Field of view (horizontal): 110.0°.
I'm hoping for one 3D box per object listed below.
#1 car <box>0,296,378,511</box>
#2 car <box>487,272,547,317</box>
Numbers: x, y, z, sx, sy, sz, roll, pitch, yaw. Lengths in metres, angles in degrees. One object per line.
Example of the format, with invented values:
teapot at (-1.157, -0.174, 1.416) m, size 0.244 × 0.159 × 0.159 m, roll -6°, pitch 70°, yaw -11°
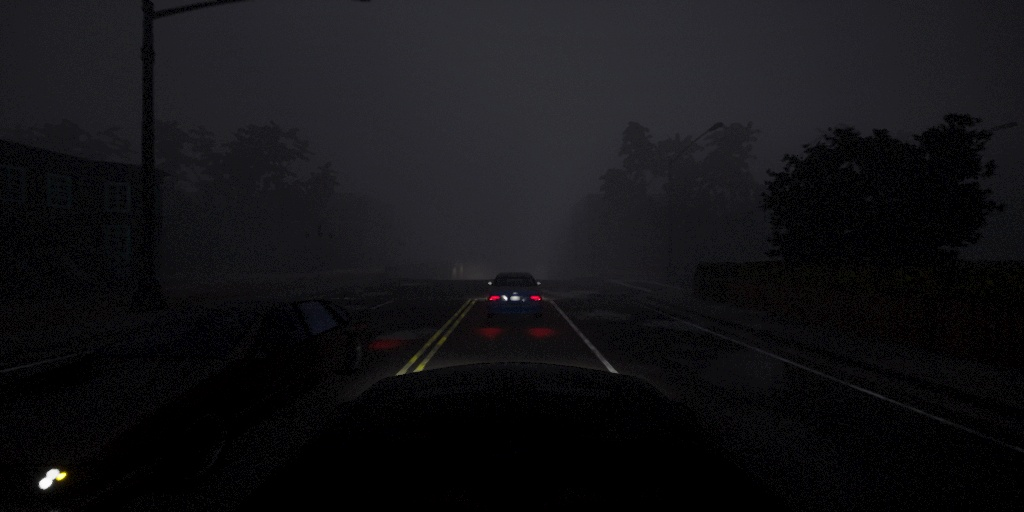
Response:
car at (-3.572, 1.292, 4.781) m, size 2.033 × 1.411 × 5.357 m, roll 0°, pitch 0°, yaw 0°
car at (0.088, 1.292, 13.063) m, size 2.033 × 1.411 × 5.357 m, roll 0°, pitch 0°, yaw 0°
